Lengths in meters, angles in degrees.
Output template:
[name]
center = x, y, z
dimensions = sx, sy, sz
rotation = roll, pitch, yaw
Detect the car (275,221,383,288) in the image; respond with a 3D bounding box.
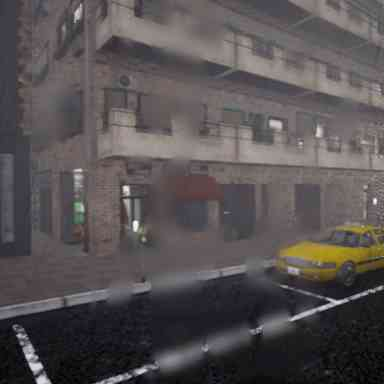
[car]
center = 4.344, 1.527, 9.205
dimensions = 4.829, 1.417, 1.752
rotation = 0, -1, -35
